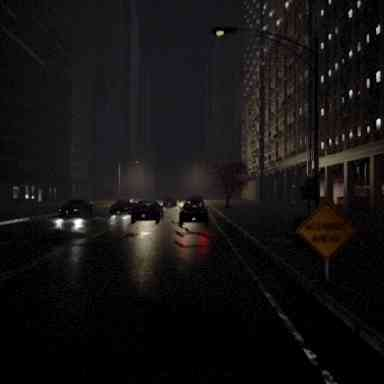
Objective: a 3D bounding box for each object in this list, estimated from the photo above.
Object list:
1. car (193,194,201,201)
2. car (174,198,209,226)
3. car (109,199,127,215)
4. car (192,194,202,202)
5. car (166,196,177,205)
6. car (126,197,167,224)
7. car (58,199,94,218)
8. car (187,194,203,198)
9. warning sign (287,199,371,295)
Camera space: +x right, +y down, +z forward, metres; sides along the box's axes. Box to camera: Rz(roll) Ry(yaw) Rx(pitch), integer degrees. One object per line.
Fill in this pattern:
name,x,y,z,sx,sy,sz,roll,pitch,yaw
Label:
car,1.025,1.238,73.052,1.812,1.442,4.674,0,0,0
car,0.120,1.400,22.363,2.128,1.511,4.902,0,0,0
car,-6.557,1.394,32.275,2.033,1.411,5.357,0,0,0
car,1.021,1.214,67.052,1.882,1.535,5.008,0,0,0
car,-3.132,1.322,48.101,1.812,1.442,4.674,0,0,0
car,-3.131,1.369,23.959,1.882,1.535,5.008,0,0,0
car,-9.817,1.355,28.547,1.837,1.490,4.892,0,0,0
car,0.104,1.297,44.991,1.882,1.535,5.008,0,-1,0
warning sign,2.844,1.094,7.060,1.300,1.860,1.060,-1,-1,0
